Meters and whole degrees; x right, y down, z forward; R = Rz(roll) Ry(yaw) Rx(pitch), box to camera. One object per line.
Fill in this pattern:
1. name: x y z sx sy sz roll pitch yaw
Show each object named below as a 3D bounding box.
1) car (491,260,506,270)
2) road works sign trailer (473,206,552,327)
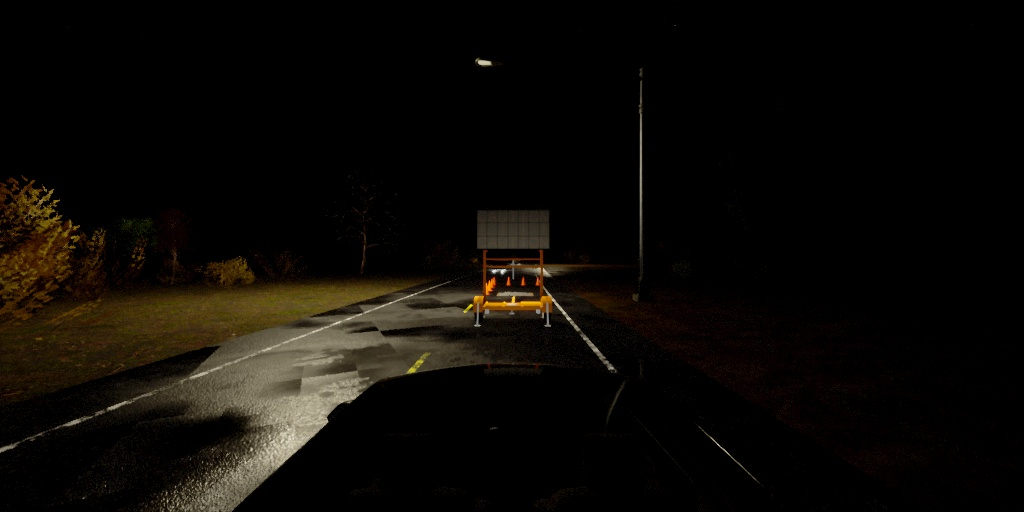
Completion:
1. car: -1.927 1.305 52.937 1.994 1.385 4.181 0 0 3
2. road works sign trailer: 0.042 0.214 11.569 2.380 3.560 2.880 0 0 1
